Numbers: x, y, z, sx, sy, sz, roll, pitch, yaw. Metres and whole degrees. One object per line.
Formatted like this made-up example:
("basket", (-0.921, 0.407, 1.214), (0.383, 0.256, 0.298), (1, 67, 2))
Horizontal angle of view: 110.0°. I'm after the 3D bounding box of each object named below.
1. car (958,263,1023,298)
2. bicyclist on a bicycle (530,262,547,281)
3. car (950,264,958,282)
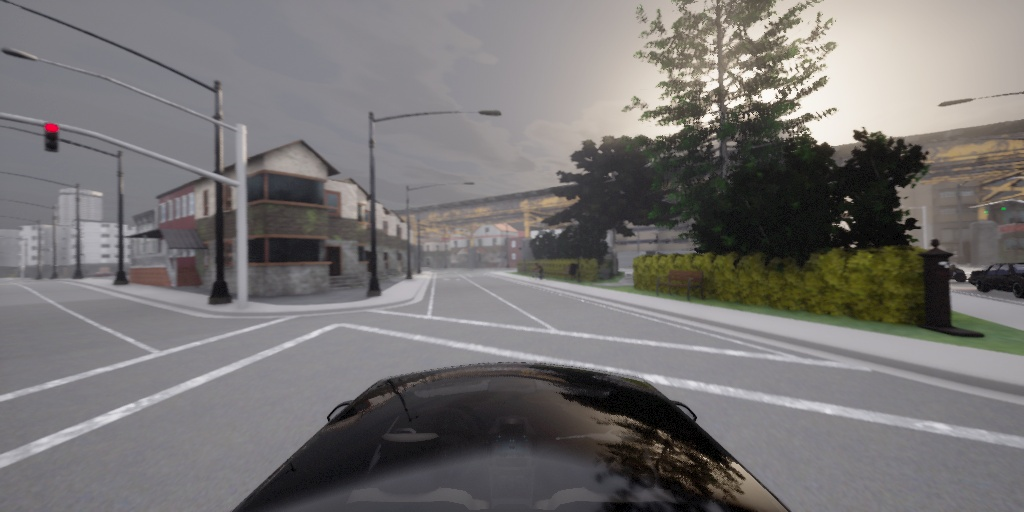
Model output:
("car", (22.249, 0.996, 15.502), (2.033, 1.411, 5.357), (-2, -1, 34))
("bicyclist on a bicycle", (2.349, 1.385, 32.047), (1.656, 1.620, 0.582), (-1, -1, -12))
("car", (27.847, 0.994, 23.821), (1.994, 1.385, 4.181), (-2, -1, 34))
